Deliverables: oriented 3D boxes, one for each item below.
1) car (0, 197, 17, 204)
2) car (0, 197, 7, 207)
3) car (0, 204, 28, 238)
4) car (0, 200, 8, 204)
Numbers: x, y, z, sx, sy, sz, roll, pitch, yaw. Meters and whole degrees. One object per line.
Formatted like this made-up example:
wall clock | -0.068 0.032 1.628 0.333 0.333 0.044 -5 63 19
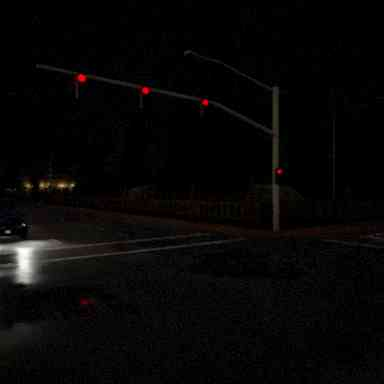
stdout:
car | -24.003 1.501 43.125 1.882 1.535 5.008 0 0 -36
car | -30.085 1.529 51.574 1.837 1.490 4.892 0 0 -36
car | -9.791 1.559 17.144 1.812 1.442 4.674 0 0 -36
car | -15.199 1.539 24.609 1.837 1.490 4.892 0 0 -36
